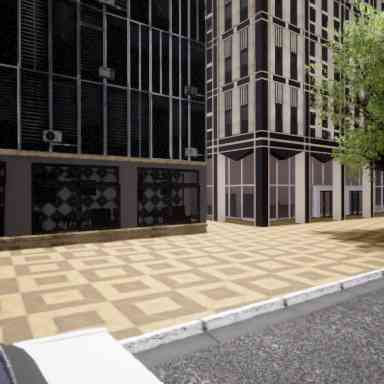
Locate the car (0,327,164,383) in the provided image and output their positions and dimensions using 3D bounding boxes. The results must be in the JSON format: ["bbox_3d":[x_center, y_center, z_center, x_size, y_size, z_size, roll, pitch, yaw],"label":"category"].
[{"bbox_3d":[-2.291,1.601,1.440,4.718,1.301,1.895,0,0,-35],"label":"car"}]
